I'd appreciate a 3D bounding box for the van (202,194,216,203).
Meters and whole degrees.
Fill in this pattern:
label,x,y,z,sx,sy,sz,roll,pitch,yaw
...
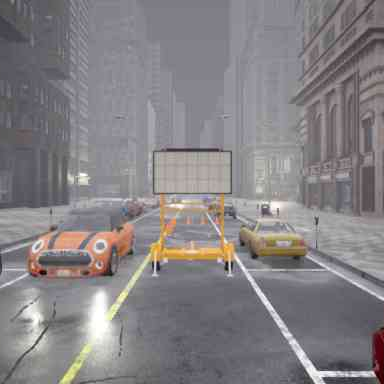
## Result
label,x,y,z,sx,sy,sz,roll,pitch,yaw
van,2.848,1.349,50.899,1.690,1.788,3.998,0,0,0

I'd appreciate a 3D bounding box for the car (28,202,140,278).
label,x,y,z,sx,sy,sz,roll,pitch,yaw
car,-3.086,1.353,10.244,2.097,1.767,4.553,0,0,0

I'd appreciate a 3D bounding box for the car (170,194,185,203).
label,x,y,z,sx,sy,sz,roll,pitch,yaw
car,-2.959,1.503,61.890,2.128,1.511,4.902,0,0,1

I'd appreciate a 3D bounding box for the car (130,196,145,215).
label,x,y,z,sx,sy,sz,roll,pitch,yaw
car,-5.729,1.319,28.826,2.192,1.841,5.009,0,0,0

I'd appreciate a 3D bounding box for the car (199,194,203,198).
label,x,y,z,sx,sy,sz,roll,pitch,yaw
car,2.864,1.556,61.949,1.887,1.381,4.507,0,0,0

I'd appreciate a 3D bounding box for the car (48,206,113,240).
label,x,y,z,sx,sy,sz,roll,pitch,yaw
car,-5.742,1.553,17.775,2.008,1.369,4.403,0,0,0

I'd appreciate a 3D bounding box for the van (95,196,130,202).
label,x,y,z,sx,sy,sz,roll,pitch,yaw
van,-5.735,1.344,23.301,1.690,1.788,3.998,0,0,0

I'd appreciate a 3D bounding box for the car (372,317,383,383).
label,x,y,z,sx,sy,sz,roll,pitch,yaw
car,2.771,1.315,1.175,2.192,1.841,5.009,0,0,0

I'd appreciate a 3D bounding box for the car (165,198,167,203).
label,x,y,z,sx,sy,sz,roll,pitch,yaw
car,-5.697,1.554,56.453,1.887,1.381,4.507,0,0,0

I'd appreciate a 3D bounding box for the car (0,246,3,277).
label,x,y,z,sx,sy,sz,roll,pitch,yaw
car,-5.755,1.441,6.724,1.967,1.590,4.097,0,0,0

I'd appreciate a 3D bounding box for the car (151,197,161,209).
label,x,y,z,sx,sy,sz,roll,pitch,yaw
car,-5.710,1.533,45.233,1.752,1.417,4.829,0,0,0

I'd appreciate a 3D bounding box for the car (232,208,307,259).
label,x,y,z,sx,sy,sz,roll,pitch,yaw
car,2.788,1.527,12.394,1.752,1.417,4.829,0,0,0

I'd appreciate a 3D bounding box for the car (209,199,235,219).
label,x,y,z,sx,sy,sz,roll,pitch,yaw
car,2.813,1.555,28.799,2.008,1.369,4.403,0,0,0

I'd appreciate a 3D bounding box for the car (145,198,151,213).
label,x,y,z,sx,sy,sz,roll,pitch,yaw
car,-5.723,1.550,34.352,1.887,1.381,4.507,0,0,0

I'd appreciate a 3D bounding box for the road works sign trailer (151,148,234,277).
label,x,y,z,sx,sy,sz,roll,pitch,yaw
road works sign trailer,0.014,0.466,10.265,2.380,3.560,2.880,0,0,0

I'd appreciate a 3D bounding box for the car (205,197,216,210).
label,x,y,z,sx,sy,sz,roll,pitch,yaw
car,2.830,1.588,39.849,1.802,1.307,4.206,0,0,0

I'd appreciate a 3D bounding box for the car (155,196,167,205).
label,x,y,z,sx,sy,sz,roll,pitch,yaw
car,-5.691,1.556,61.979,1.887,1.381,4.507,0,0,0
